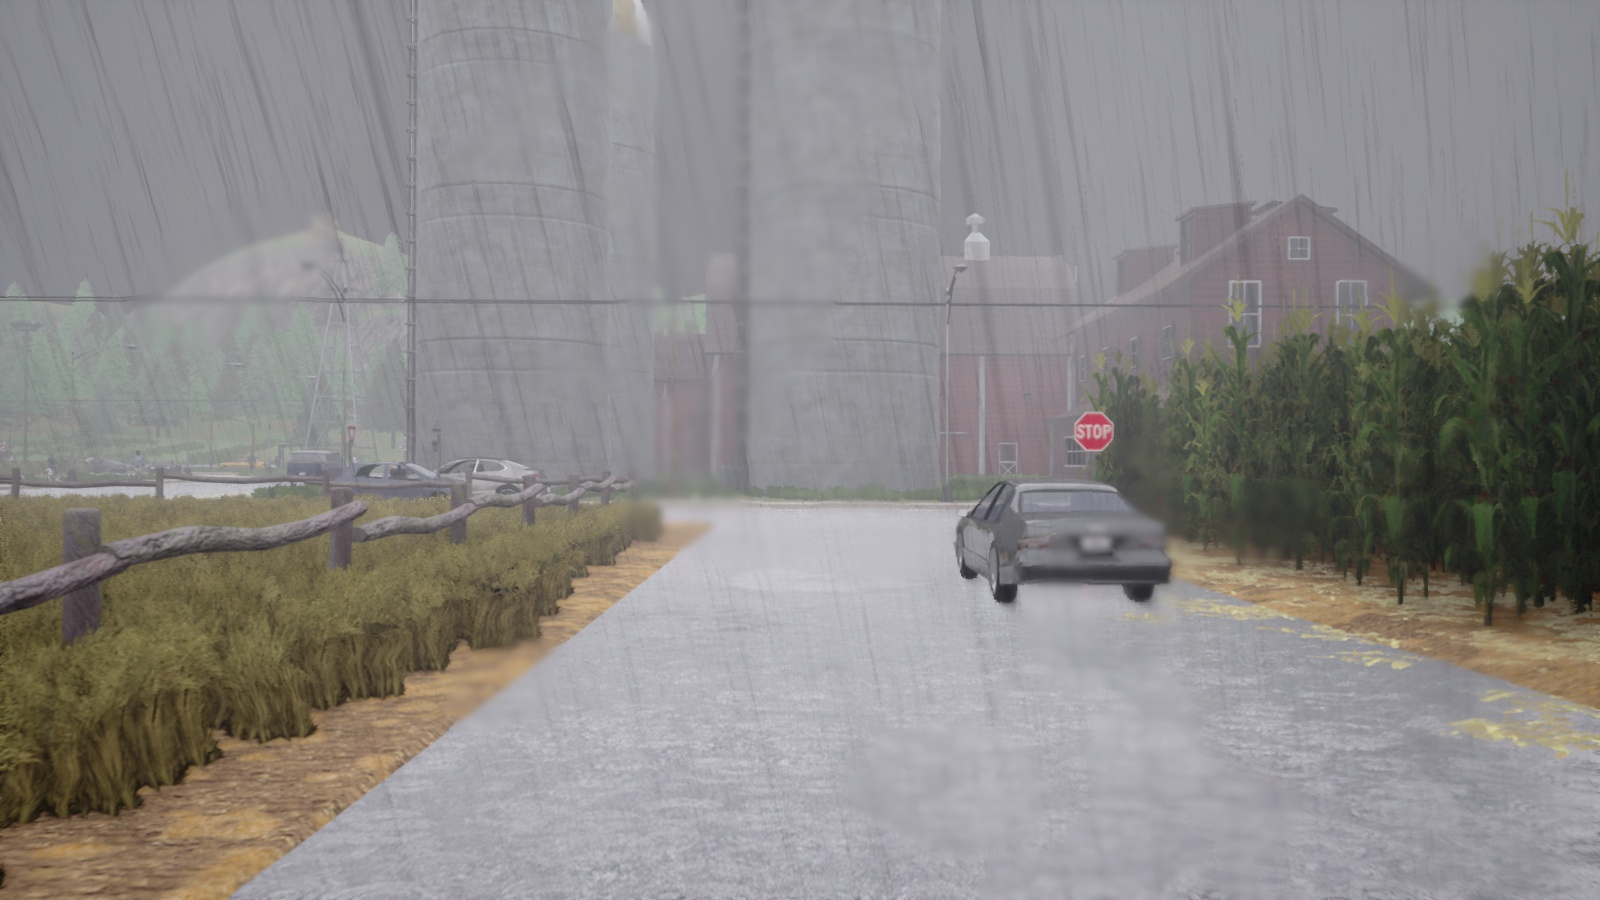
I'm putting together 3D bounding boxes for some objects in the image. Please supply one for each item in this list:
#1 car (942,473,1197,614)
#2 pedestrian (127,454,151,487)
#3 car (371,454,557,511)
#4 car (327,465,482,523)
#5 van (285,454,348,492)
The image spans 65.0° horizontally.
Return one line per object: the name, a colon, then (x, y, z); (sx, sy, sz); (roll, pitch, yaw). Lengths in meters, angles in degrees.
car: (3.106, 1.022, 15.739); (2.033, 1.411, 5.357); (0, 0, 0)
pedestrian: (-38.174, 1.189, 72.533); (0.874, 1.855, 0.900); (0, 0, -2)
car: (-10.026, 0.960, 37.762); (5.027, 1.651, 2.152); (0, 0, 1)
car: (-10.745, 1.175, 34.292); (3.633, 1.501, 1.845); (0, 0, 0)
van: (-26.173, 1.208, 68.190); (1.775, 1.987, 4.442); (0, 0, -1)
